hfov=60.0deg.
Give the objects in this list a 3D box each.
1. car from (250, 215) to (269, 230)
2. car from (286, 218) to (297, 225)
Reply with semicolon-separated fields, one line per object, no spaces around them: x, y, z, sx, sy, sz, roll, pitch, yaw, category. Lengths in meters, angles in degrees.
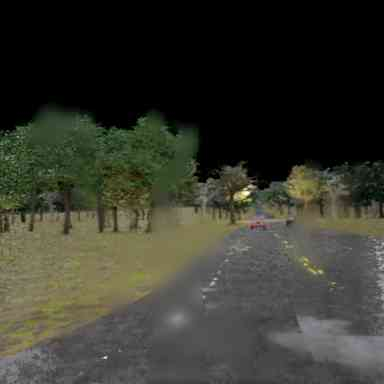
9.948;4.610;50.011;2.150;2.045;5.566;-2;-4;11;car
20.738;6.094;69.624;1.882;1.535;5.008;-2;-4;11;car
